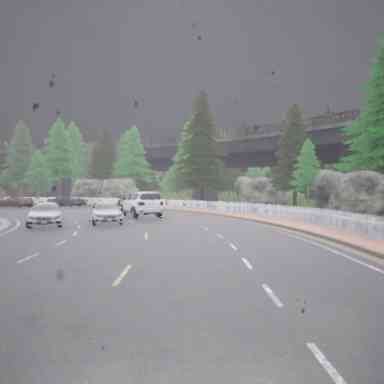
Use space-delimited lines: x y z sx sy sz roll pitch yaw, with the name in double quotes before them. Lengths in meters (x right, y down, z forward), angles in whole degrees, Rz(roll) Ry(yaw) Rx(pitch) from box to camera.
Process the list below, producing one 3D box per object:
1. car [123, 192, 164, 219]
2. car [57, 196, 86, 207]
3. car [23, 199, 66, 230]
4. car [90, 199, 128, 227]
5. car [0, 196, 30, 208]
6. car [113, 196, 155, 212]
"car" -4.141 0.999 26.580 2.150 2.045 5.566 0 0 -28
"car" -16.007 1.194 42.430 5.357 1.411 2.033 0 0 27
"car" -8.825 1.357 20.235 1.812 1.442 4.674 0 0 -20
"car" -5.621 1.345 21.650 1.812 1.442 4.674 0 0 -20
"car" -21.565 1.225 40.850 4.181 1.385 1.994 0 0 20
"car" -6.135 1.201 34.780 2.128 1.511 4.902 0 1 -42
